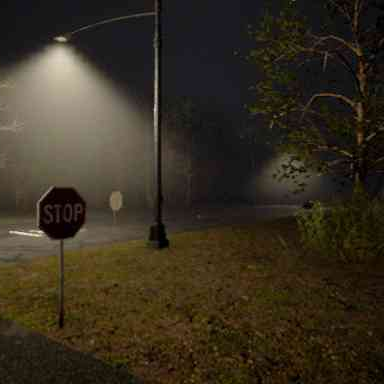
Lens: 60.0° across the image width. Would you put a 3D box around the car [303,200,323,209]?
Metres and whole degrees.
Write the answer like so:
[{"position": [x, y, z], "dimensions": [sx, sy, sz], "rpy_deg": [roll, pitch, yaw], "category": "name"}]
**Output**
[{"position": [18.666, 1.878, 51.180], "dimensions": [1.994, 1.385, 4.181], "rpy_deg": [0, 0, 36], "category": "car"}]
